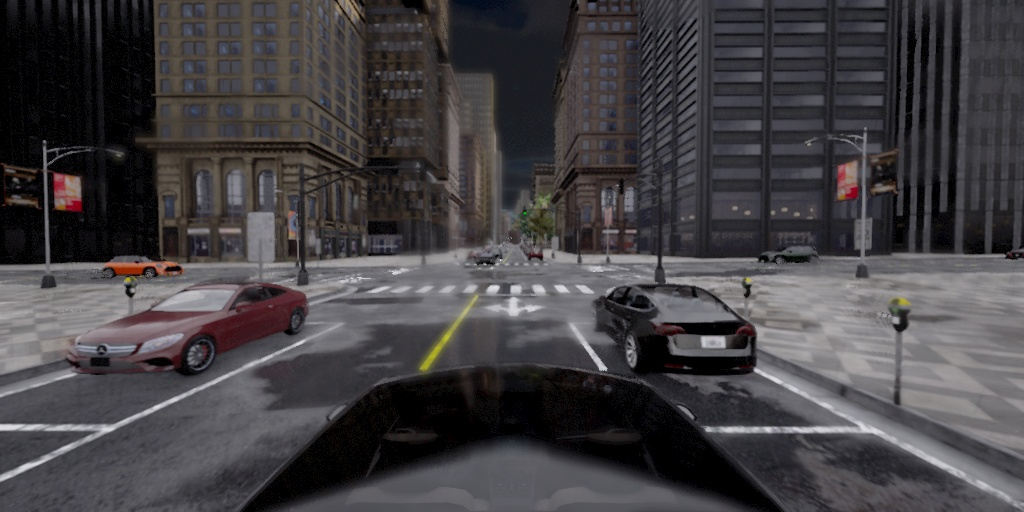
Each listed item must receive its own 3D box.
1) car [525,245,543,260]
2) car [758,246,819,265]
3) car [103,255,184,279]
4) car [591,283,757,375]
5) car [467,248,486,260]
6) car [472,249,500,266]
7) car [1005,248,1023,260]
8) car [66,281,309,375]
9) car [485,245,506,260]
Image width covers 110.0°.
[{"bbox_3d":[3.292,-0.357,50.354,2.192,1.841,5.009,0,0,1],"label":"car"},{"bbox_3d":[25.337,-0.135,33.004,4.553,1.767,2.097,-1,1,1],"label":"car"},{"bbox_3d":[-27.425,0.724,26.787,4.553,1.767,2.097,-1,1,1],"label":"car"},{"bbox_3d":[2.791,1.168,7.053,1.948,1.339,4.313,0,0,0],"label":"car"},{"bbox_3d":[-5.232,-0.129,50.455,1.888,1.381,4.507,0,0,1],"label":"car"},{"bbox_3d":[-2.629,0.287,37.543,2.033,1.411,5.357,0,2,1],"label":"car"},{"bbox_3d":[48.150,-0.268,32.728,4.181,1.385,1.994,-1,1,1],"label":"car"},{"bbox_3d":[-5.734,1.183,7.106,1.802,1.307,4.207,0,0,0],"label":"car"},{"bbox_3d":[-2.441,-0.429,52.871,2.097,1.767,4.553,0,1,1],"label":"car"}]
